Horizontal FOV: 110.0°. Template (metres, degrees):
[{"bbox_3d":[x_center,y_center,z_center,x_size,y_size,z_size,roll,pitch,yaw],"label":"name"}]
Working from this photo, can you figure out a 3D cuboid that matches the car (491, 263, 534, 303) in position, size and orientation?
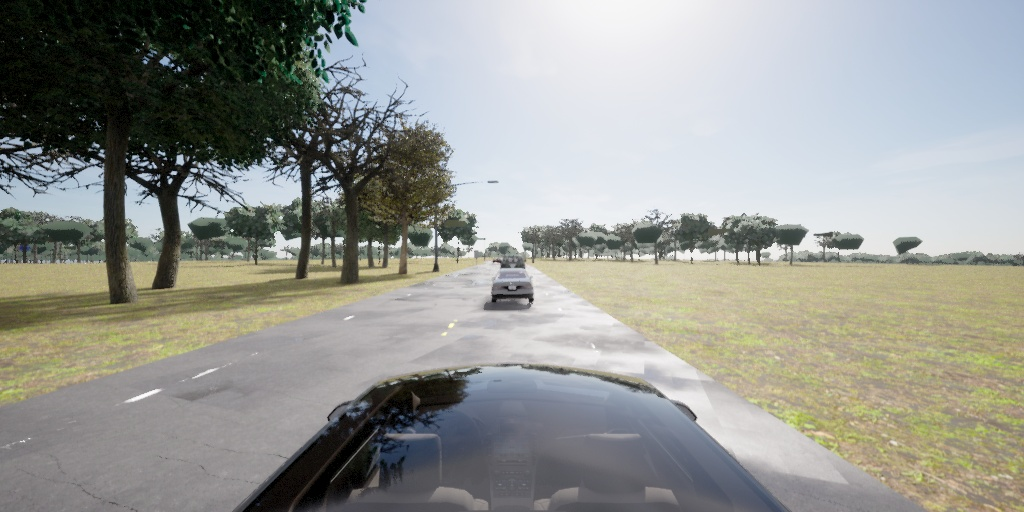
[{"bbox_3d":[0.016,1.271,16.454,2.033,1.411,5.357,-2,0,0],"label":"car"}]

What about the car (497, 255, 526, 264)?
[{"bbox_3d":[0.079,0.915,31.484,2.150,2.045,5.566,0,0,0],"label":"car"}]
